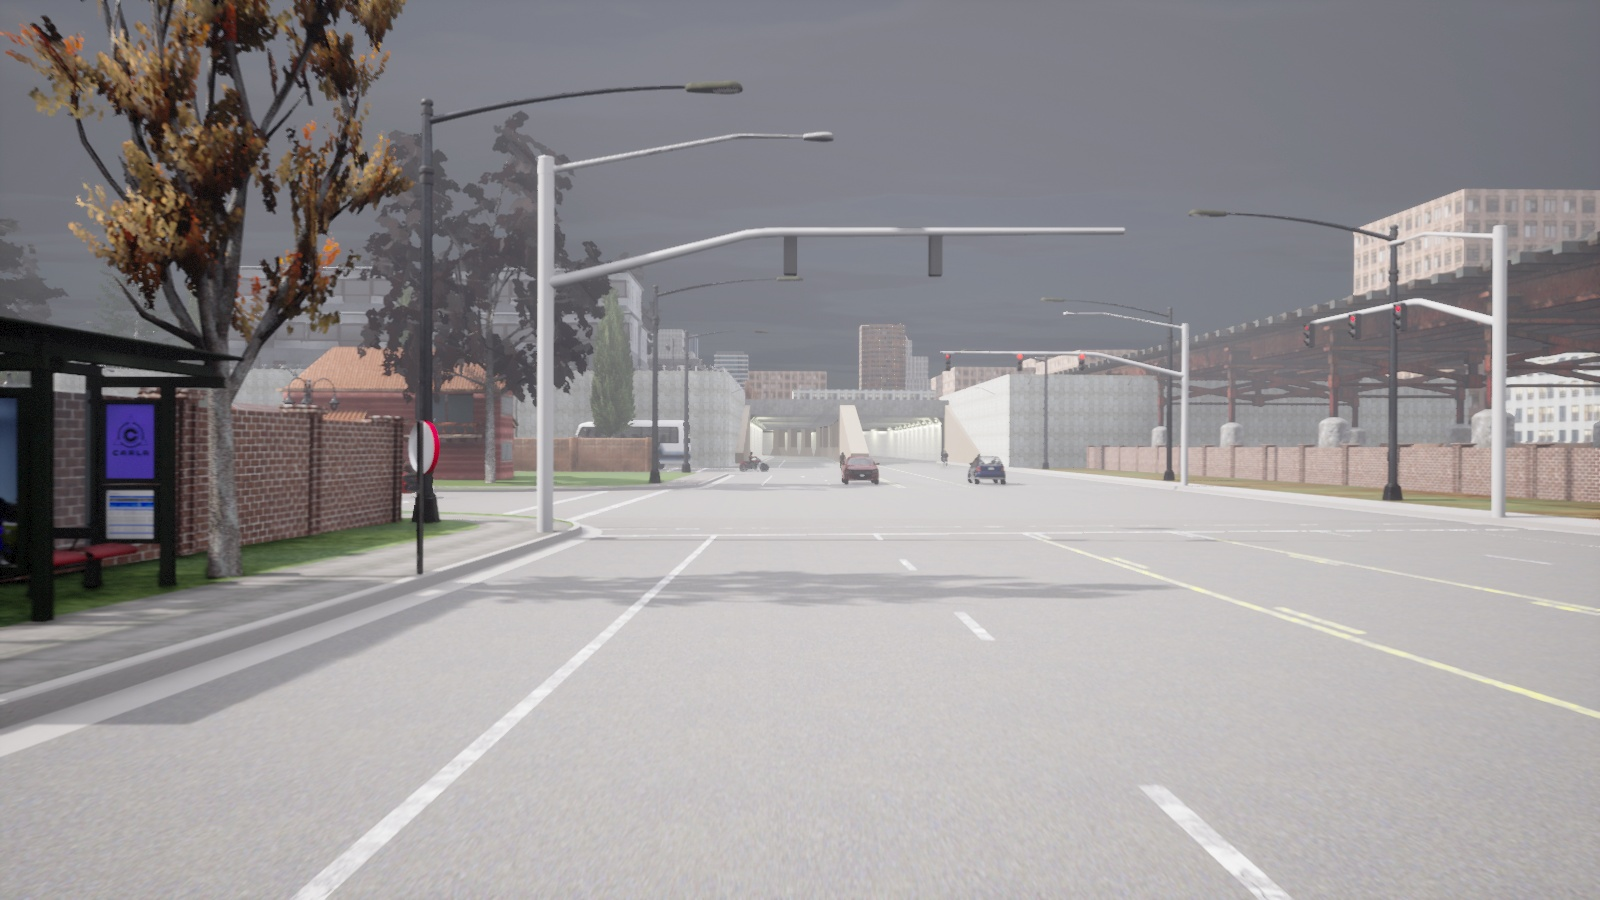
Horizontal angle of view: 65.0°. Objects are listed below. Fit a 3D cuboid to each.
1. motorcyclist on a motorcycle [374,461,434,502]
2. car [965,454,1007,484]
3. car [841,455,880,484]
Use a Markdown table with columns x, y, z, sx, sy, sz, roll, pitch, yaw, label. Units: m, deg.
| x | y | z | sx | sy | sz | roll | pitch | yaw | label |
| --- | --- | --- | --- | --- | --- | --- | --- | --- | --- |
| -15.008 | 1.185 | 47.612 | 2.044 | 1.523 | 0.797 | 0 | 0 | -2 | motorcyclist on a motorcycle |
| 10.318 | 1.028 | 69.751 | 1.789 | 1.549 | 3.705 | 0 | 0 | 0 | car |
| 3.316 | 1.055 | 69.575 | 1.882 | 1.535 | 5.008 | 0 | 0 | 0 | car |
